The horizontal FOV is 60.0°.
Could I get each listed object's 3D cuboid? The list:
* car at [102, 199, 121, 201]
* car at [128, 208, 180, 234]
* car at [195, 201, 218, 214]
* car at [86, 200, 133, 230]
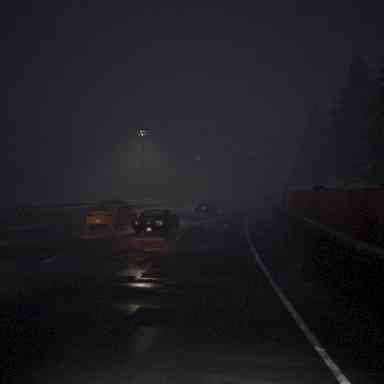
[{"bbox_3d":[-7.041,1.442,30.831,2.097,1.767,4.553,0,0,11],"label":"car"},{"bbox_3d":[-1.945,1.663,19.524,1.895,1.301,4.718,0,0,8],"label":"car"},{"bbox_3d":[1.690,1.693,37.578,1.994,1.385,4.181,0,0,13],"label":"car"},{"bbox_3d":[-5.123,1.541,21.834,1.882,1.535,5.008,0,0,8],"label":"car"}]
